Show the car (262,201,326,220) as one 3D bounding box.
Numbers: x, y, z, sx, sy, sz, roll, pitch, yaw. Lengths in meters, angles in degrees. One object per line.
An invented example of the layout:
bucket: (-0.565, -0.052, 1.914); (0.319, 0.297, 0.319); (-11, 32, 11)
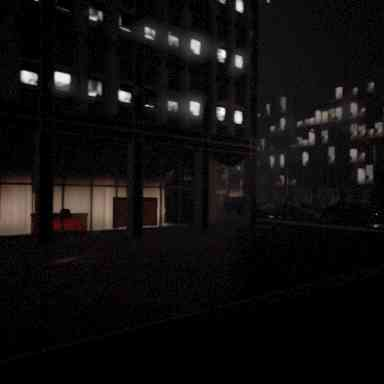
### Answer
car: (8.802, 1.653, 29.064); (1.752, 1.417, 4.829); (1, 0, -36)

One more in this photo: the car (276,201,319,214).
car: (12.253, 1.761, 38.882); (2.008, 1.369, 4.403); (1, 0, -36)

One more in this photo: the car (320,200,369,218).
car: (15.652, 1.685, 34.333); (1.967, 1.590, 4.097); (1, 0, -36)

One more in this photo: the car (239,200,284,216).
car: (7.369, 1.654, 35.569); (1.812, 1.442, 4.674); (1, 0, -36)

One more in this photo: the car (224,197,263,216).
car: (5.356, 1.408, 33.788); (2.192, 1.841, 5.009); (1, 0, -36)

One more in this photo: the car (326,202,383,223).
car: (13.299, 1.666, 27.551); (1.882, 1.535, 5.008); (1, 0, -38)
